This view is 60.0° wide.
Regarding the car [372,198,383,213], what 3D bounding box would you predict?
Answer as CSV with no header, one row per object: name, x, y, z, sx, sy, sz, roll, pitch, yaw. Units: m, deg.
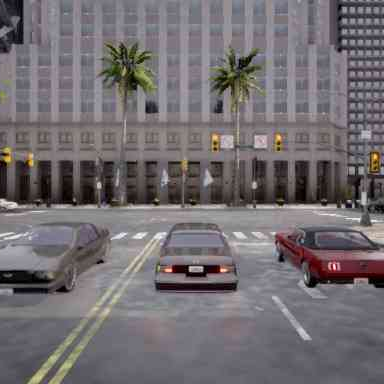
car,21.667,1.601,34.315,4.718,1.301,1.895,0,0,0

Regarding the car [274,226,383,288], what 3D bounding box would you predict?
car,3.643,1.601,9.244,1.895,1.301,4.718,0,0,2

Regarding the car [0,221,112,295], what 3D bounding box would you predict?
car,-3.608,1.547,9.113,2.033,1.411,5.357,0,0,0

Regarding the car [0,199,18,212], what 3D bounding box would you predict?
car,-22.417,1.525,37.988,4.674,1.442,1.812,0,0,0

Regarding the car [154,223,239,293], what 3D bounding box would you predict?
car,0.097,1.547,8.977,2.033,1.411,5.357,0,0,0

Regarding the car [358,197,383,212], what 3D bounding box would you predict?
car,21.401,1.352,37.817,4.553,1.767,2.097,0,0,0
